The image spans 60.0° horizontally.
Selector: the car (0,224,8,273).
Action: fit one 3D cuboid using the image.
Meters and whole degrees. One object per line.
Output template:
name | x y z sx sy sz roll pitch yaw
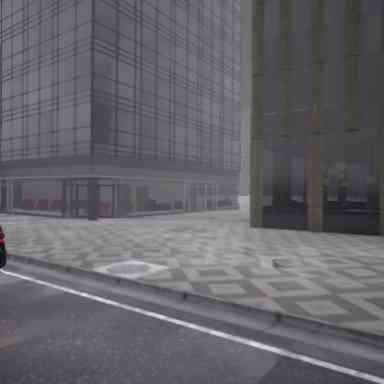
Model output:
car | -6.964 1.199 8.611 5.566 2.045 2.150 0 0 36
